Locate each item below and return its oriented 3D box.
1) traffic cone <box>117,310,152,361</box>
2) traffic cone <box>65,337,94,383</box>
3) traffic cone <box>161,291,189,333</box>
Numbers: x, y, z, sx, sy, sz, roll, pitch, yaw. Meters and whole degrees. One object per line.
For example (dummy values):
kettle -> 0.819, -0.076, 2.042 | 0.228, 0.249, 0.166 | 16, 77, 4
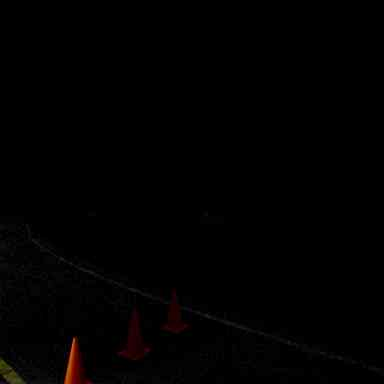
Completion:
traffic cone -> -0.795, 1.938, 4.610 | 0.340, 0.580, 0.340 | 1, 1, 31
traffic cone -> -1.313, 1.945, 3.759 | 0.340, 0.580, 0.340 | 1, 1, 31
traffic cone -> -0.276, 1.931, 5.460 | 0.340, 0.580, 0.340 | 1, 1, 31
